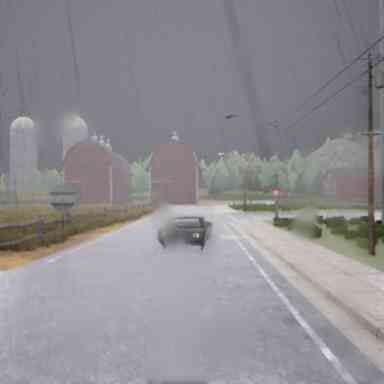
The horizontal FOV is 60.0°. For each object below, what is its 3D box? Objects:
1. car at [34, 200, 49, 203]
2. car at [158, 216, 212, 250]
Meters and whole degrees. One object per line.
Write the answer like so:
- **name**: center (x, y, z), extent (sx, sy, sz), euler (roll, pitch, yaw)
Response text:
- **car**: center (-30.737, 2.392, 69.131), extent (4.181, 1.385, 1.994), euler (0, -1, -2)
- **car**: center (-0.117, 1.768, 15.308), extent (1.895, 1.301, 4.718), euler (0, -1, 8)
